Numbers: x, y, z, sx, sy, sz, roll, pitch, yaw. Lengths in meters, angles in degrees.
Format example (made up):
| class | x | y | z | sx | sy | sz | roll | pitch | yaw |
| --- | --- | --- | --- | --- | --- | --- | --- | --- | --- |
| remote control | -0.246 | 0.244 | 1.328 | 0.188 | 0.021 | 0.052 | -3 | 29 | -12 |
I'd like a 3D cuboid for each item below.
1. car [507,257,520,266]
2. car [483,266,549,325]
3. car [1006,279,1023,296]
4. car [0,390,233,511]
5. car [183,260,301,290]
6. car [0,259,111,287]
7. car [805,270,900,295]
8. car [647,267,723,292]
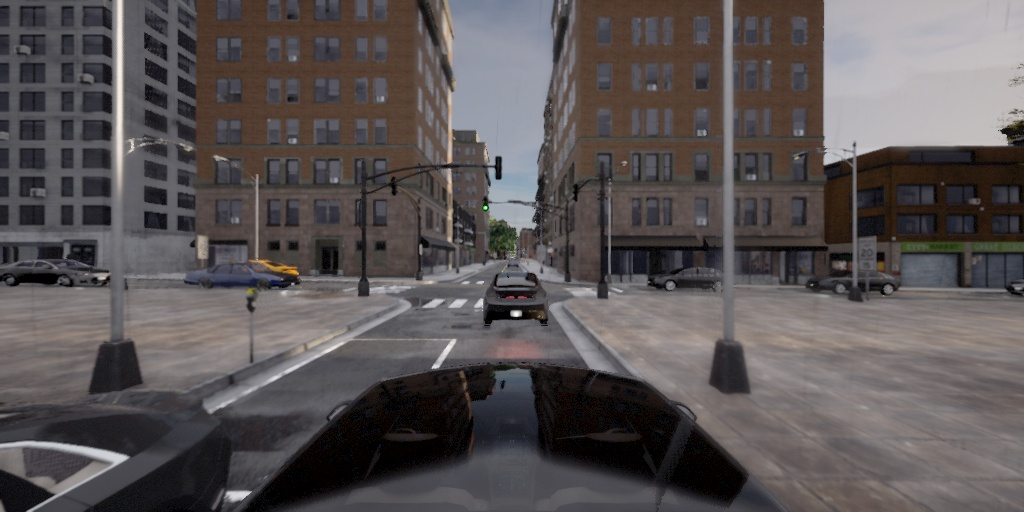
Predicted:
| class | x | y | z | sx | sy | sz | roll | pitch | yaw |
| --- | --- | --- | --- | --- | --- | --- | --- | --- | --- |
| car | 0.197 | 1.329 | 64.247 | 1.994 | 1.385 | 4.181 | 0 | 0 | 0 |
| car | 0.112 | 1.245 | 11.725 | 1.837 | 1.490 | 4.892 | 0 | 0 | 0 |
| car | 33.943 | 1.827 | 22.266 | 4.902 | 1.511 | 2.128 | 1 | 0 | 0 |
| car | -2.640 | 1.301 | 0.497 | 2.007 | 1.370 | 4.403 | 0 | 0 | 0 |
| car | -14.515 | 1.101 | 19.419 | 5.357 | 1.411 | 2.033 | 1 | 0 | 0 |
| car | -24.661 | 0.922 | 19.439 | 4.902 | 1.511 | 2.128 | 1 | 0 | 0 |
| car | 21.069 | 1.593 | 22.304 | 4.892 | 1.490 | 1.837 | 1 | 0 | 0 |
| car | 10.983 | 1.425 | 22.355 | 4.892 | 1.490 | 1.837 | 1 | 0 | 1 |
